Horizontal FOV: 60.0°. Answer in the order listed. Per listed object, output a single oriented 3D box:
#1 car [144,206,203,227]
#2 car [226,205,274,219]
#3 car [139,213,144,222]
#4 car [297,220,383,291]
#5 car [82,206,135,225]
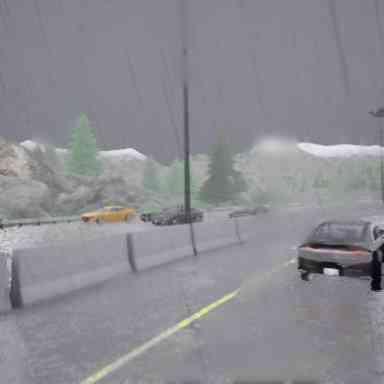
[{"bbox_3d":[-1.068,1.864,25.825,1.837,1.490,4.892,-2,-1,38],"label":"car"},{"bbox_3d":[5.016,1.823,27.809,2.033,1.411,5.357,-2,-1,40],"label":"car"},{"bbox_3d":[-2.435,2.036,29.737,1.895,1.301,4.718,-2,-1,39],"label":"car"},{"bbox_3d":[4.407,1.536,9.311,2.128,1.511,4.902,-2,-1,34],"label":"car"},{"bbox_3d":[-7.264,1.994,29.242,1.882,1.535,5.008,-2,-1,38],"label":"car"}]
